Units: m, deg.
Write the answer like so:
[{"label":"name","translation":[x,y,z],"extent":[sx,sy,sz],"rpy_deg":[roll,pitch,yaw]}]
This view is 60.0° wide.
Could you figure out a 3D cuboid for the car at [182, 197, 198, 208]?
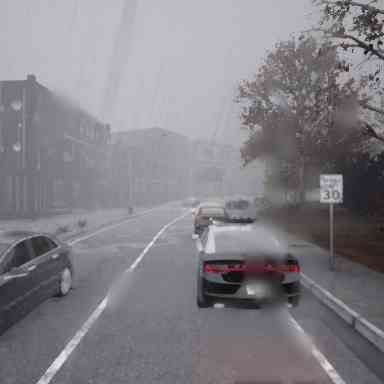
[{"label":"car","translation":[0.172,1.485,48.153],"extent":[1.812,1.442,4.674],"rpy_deg":[-1,0,24]}]

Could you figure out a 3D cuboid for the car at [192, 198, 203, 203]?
[{"label":"car","translation":[1.262,1.478,23.783],"extent":[1.882,1.535,5.008],"rpy_deg":[0,0,4]}]

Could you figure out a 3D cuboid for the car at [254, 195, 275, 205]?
[{"label":"car","translation":[12.050,1.282,55.330],"extent":[1.837,1.490,4.892],"rpy_deg":[-1,1,40]}]

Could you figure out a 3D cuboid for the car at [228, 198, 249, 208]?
[{"label":"car","translation":[6.398,1.511,46.171],"extent":[1.895,1.301,4.718],"rpy_deg":[0,0,28]}]

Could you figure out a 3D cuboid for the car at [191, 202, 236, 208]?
[{"label":"car","translation":[1.042,1.507,17.937],"extent":[1.837,1.490,4.892],"rpy_deg":[0,0,1]}]

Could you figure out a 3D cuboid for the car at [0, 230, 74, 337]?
[{"label":"car","translation":[-3.598,1.505,5.736],"extent":[1.837,1.490,4.892],"rpy_deg":[0,0,0]}]

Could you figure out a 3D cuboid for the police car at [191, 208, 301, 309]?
[{"label":"police car","translation":[1.033,1.426,8.091],"extent":[1.930,1.638,5.238],"rpy_deg":[0,0,0]}]
